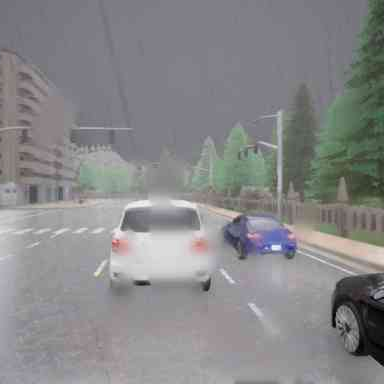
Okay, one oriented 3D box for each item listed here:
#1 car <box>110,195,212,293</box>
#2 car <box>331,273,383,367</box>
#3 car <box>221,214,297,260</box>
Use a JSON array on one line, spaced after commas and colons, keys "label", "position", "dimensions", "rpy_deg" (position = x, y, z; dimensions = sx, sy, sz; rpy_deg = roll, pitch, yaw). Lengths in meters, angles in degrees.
[{"label": "car", "position": [-0.809, 1.221, 9.042], "dimensions": [2.150, 2.045, 5.566], "rpy_deg": [0, 0, -5]}, {"label": "car", "position": [3.117, 1.491, 3.177], "dimensions": [2.128, 1.511, 4.902], "rpy_deg": [0, 0, -3]}, {"label": "car", "position": [2.333, 1.526, 12.404], "dimensions": [1.812, 1.442, 4.674], "rpy_deg": [0, 0, -6]}]
